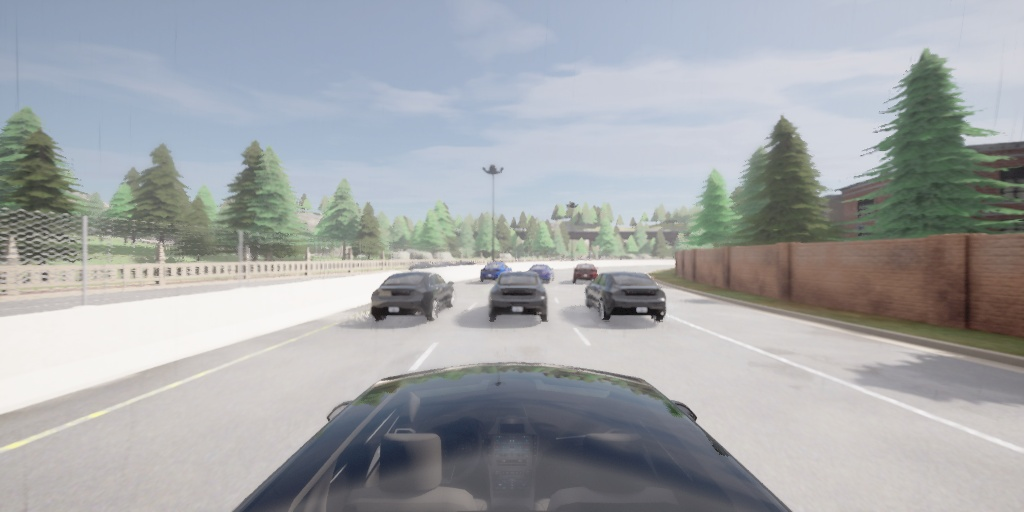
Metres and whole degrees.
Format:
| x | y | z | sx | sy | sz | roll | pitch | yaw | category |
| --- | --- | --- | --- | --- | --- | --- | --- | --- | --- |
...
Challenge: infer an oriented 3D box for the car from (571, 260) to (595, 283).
| x | y | z | sx | sy | sz | roll | pitch | yaw | category |
| --- | --- | --- | --- | --- | --- | --- | --- | --- | --- |
| 5.963 | 1.299 | 28.934 | 1.882 | 1.535 | 5.008 | 0 | 0 | 13 | car |

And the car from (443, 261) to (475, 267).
| x | y | z | sx | sy | sz | roll | pitch | yaw | category |
| --- | --- | --- | --- | --- | --- | --- | --- | --- | --- |
| -5.521 | 1.357 | 40.501 | 1.837 | 1.490 | 4.892 | 0 | -1 | 18 | car |

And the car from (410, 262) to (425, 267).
| x | y | z | sx | sy | sz | roll | pitch | yaw | category |
| --- | --- | --- | --- | --- | --- | --- | --- | --- | --- |
| -11.290 | 1.426 | 45.299 | 1.994 | 1.385 | 4.181 | 0 | 0 | 20 | car |

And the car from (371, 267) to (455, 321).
| x | y | z | sx | sy | sz | roll | pitch | yaw | category |
| --- | --- | --- | --- | --- | --- | --- | --- | --- | --- |
| -3.247 | 1.282 | 12.547 | 1.837 | 1.490 | 4.892 | 0 | 0 | 2 | car |

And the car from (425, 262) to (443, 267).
| x | y | z | sx | sy | sz | roll | pitch | yaw | category |
| --- | --- | --- | --- | --- | --- | --- | --- | --- | --- |
| -8.240 | 1.422 | 43.435 | 1.994 | 1.385 | 4.181 | 0 | 0 | 19 | car |

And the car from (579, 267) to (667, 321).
| x | y | z | sx | sy | sz | roll | pitch | yaw | category |
| --- | --- | --- | --- | --- | --- | --- | --- | --- | --- |
| 3.751 | 1.283 | 12.529 | 1.837 | 1.490 | 4.892 | 0 | 0 | 2 | car |

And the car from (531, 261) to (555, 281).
| x | y | z | sx | sy | sz | roll | pitch | yaw | category |
| --- | --- | --- | --- | --- | --- | --- | --- | --- | --- |
| 2.284 | 1.346 | 28.493 | 1.812 | 1.442 | 4.674 | 0 | 0 | 12 | car |

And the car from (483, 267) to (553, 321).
| x | y | z | sx | sy | sz | roll | pitch | yaw | category |
| --- | --- | --- | --- | --- | --- | --- | --- | --- | --- |
| 0.254 | 1.283 | 12.622 | 1.837 | 1.490 | 4.892 | 0 | 0 | 2 | car |

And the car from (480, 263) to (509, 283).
| x | y | z | sx | sy | sz | roll | pitch | yaw | category |
| --- | --- | --- | --- | --- | --- | --- | --- | --- | --- |
| -1.152 | 1.299 | 29.126 | 1.882 | 1.535 | 5.008 | 0 | 0 | 12 | car |
